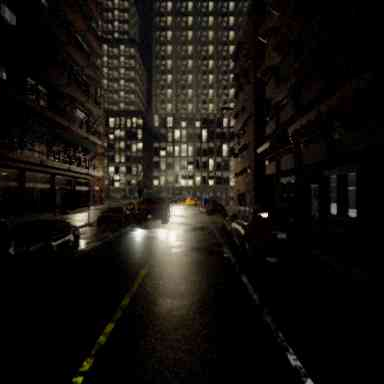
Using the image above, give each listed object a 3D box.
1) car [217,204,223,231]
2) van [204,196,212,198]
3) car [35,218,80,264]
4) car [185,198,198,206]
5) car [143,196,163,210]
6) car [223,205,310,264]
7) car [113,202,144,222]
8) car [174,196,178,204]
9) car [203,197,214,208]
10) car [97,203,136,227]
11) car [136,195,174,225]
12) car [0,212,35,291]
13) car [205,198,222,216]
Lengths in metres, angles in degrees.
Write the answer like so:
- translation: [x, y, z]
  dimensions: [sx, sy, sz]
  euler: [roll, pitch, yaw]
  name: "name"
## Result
- translation: [2.563, 1.588, 17.701]
  dimensions: [1.752, 1.417, 4.829]
  euler: [0, 0, 0]
  name: "car"
- translation: [2.553, 1.534, 51.373]
  dimensions: [1.690, 1.788, 3.998]
  euler: [0, 0, 0]
  name: "van"
- translation: [-5.315, 1.623, 11.888]
  dimensions: [1.802, 1.307, 4.206]
  euler: [0, 0, 0]
  name: "car"
- translation: [-0.056, 1.692, 57.975]
  dimensions: [1.882, 1.535, 5.008]
  euler: [0, 0, -4]
  name: "car"
- translation: [-5.325, 1.484, 45.731]
  dimensions: [2.192, 1.841, 5.009]
  euler: [0, 0, 0]
  name: "car"
- translation: [2.567, 1.357, 11.891]
  dimensions: [2.192, 1.841, 5.009]
  euler: [0, 0, 0]
  name: "car"
- translation: [-5.320, 1.627, 28.639]
  dimensions: [1.752, 1.417, 4.829]
  euler: [0, 0, 0]
  name: "car"
- translation: [-5.125, 1.539, 66.774]
  dimensions: [4.553, 1.767, 2.097]
  euler: [0, -1, 29]
  name: "car"
- translation: [2.556, 1.673, 40.262]
  dimensions: [1.752, 1.417, 4.829]
  euler: [0, 0, 0]
  name: "car"
- translation: [-5.319, 1.663, 23.168]
  dimensions: [1.802, 1.307, 4.206]
  euler: [0, 0, 0]
  name: "car"
- translation: [-2.816, 1.312, 25.050]
  dimensions: [2.150, 2.045, 5.566]
  euler: [0, 0, 1]
  name: "car"
- translation: [-5.312, 1.336, 6.248]
  dimensions: [2.192, 1.841, 5.009]
  euler: [0, 0, 0]
  name: "car"
- translation: [2.558, 1.651, 34.622]
  dimensions: [1.752, 1.417, 4.829]
  euler: [0, 0, 0]
  name: "car"
